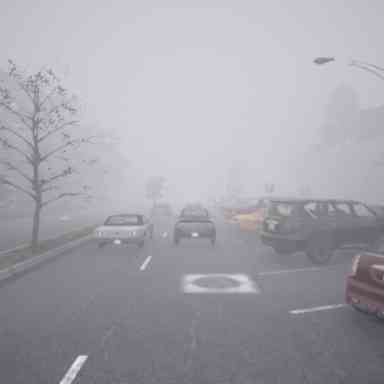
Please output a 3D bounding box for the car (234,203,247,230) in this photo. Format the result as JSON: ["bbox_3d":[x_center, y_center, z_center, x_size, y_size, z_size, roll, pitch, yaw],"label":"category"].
[{"bbox_3d":[5.283,1.552,17.881,5.366,1.575,1.946,1,-1,-20],"label":"car"}]

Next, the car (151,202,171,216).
[{"bbox_3d":[-2.833,1.665,31.859,2.128,1.511,4.902,0,-1,0],"label":"car"}]

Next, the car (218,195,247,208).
[{"bbox_3d":[5.102,1.342,23.801,5.566,2.045,2.435,1,0,-20],"label":"car"}]

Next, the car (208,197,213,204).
[{"bbox_3d":[5.195,1.767,44.844,4.792,1.488,2.163,1,0,-20],"label":"car"}]

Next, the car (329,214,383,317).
[{"bbox_3d":[5.054,1.372,5.805,4.553,1.767,2.185,1,0,-20],"label":"car"}]

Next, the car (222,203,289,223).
[{"bbox_3d":[5.103,1.645,26.802,4.792,1.488,2.163,1,0,-20],"label":"car"}]

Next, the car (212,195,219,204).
[{"bbox_3d":[5.188,1.585,38.831,4.553,1.767,2.185,1,0,-20],"label":"car"}]

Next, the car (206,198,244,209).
[{"bbox_3d":[5.010,1.741,50.771,5.366,1.575,1.946,1,0,-20],"label":"car"}]

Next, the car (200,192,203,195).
[{"bbox_3d":[5.234,1.400,86.836,4.553,1.767,2.185,1,0,-20],"label":"car"}]

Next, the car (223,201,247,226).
[{"bbox_3d":[4.942,1.565,20.748,5.366,1.575,1.946,1,0,-20],"label":"car"}]

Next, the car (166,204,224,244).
[{"bbox_3d":[0.132,1.547,16.023,2.128,1.511,4.902,0,0,0],"label":"car"}]

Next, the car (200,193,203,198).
[{"bbox_3d":[5.223,1.600,80.847,4.792,1.488,2.163,1,1,-20],"label":"car"}]

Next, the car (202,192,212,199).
[{"bbox_3d":[5.173,1.486,56.824,5.566,2.045,2.435,1,1,-20],"label":"car"}]

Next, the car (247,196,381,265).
[{"bbox_3d":[5.123,1.269,11.831,5.566,2.045,2.435,1,-1,-20],"label":"car"}]

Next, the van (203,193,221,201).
[{"bbox_3d":[5.380,1.278,89.870,4.442,1.987,1.878,1,0,-20],"label":"van"}]

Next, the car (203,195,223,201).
[{"bbox_3d":[5.251,1.588,83.865,4.674,1.452,2.002,1,0,-20],"label":"car"}]

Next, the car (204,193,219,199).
[{"bbox_3d":[5.204,1.494,47.843,5.566,2.045,2.435,1,0,-20],"label":"car"}]

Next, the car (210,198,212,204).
[{"bbox_3d":[5.165,1.770,41.819,4.674,1.452,2.002,1,0,-20],"label":"car"}]

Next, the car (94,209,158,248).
[{"bbox_3d":[-2.869,1.651,15.093,1.895,1.301,4.718,0,0,0],"label":"car"}]

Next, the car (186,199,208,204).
[{"bbox_3d":[0.167,1.664,31.858,2.128,1.511,4.902,0,-1,0],"label":"car"}]

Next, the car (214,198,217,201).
[{"bbox_3d":[5.152,1.730,35.819,4.674,1.452,2.002,1,0,-20],"label":"car"}]

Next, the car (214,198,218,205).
[{"bbox_3d":[5.136,1.667,32.819,5.008,1.535,2.097,1,-1,-20],"label":"car"}]
